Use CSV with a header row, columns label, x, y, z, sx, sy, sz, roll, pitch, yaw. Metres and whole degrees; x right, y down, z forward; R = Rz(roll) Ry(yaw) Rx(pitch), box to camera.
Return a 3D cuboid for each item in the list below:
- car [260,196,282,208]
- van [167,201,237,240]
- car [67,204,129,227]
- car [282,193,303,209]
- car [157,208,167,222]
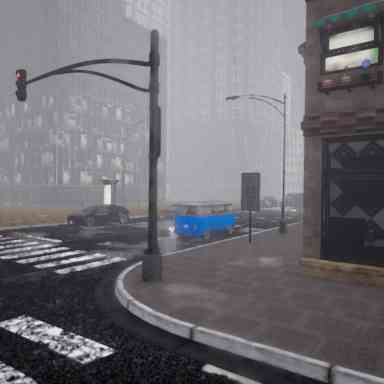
label,x,y,z,sx,sy,sz,roll,pitch,yaw
car,9.988,1.293,44.443,1.967,1.590,4.097,1,1,35
van,0.801,1.368,17.037,1.690,1.788,3.998,1,1,35
car,-6.033,1.466,21.893,1.947,1.339,4.313,1,1,35
car,13.783,1.112,45.195,2.150,2.045,5.566,1,0,36
car,-0.732,1.454,24.882,1.812,1.442,4.674,1,1,35
